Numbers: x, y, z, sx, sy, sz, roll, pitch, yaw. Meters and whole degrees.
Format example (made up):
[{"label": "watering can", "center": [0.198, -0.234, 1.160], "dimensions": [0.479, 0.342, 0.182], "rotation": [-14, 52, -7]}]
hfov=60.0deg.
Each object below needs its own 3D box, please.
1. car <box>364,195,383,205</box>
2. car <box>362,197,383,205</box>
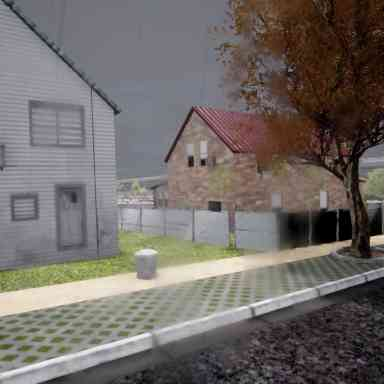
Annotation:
[{"label": "car", "center": [31.917, 1.511, 59.312], "dimensions": [2.150, 2.045, 5.566], "rotation": [-2, 0, 1]}, {"label": "car", "center": [35.242, 1.746, 64.825], "dimensions": [1.812, 1.442, 4.674], "rotation": [-2, 0, 0]}]
